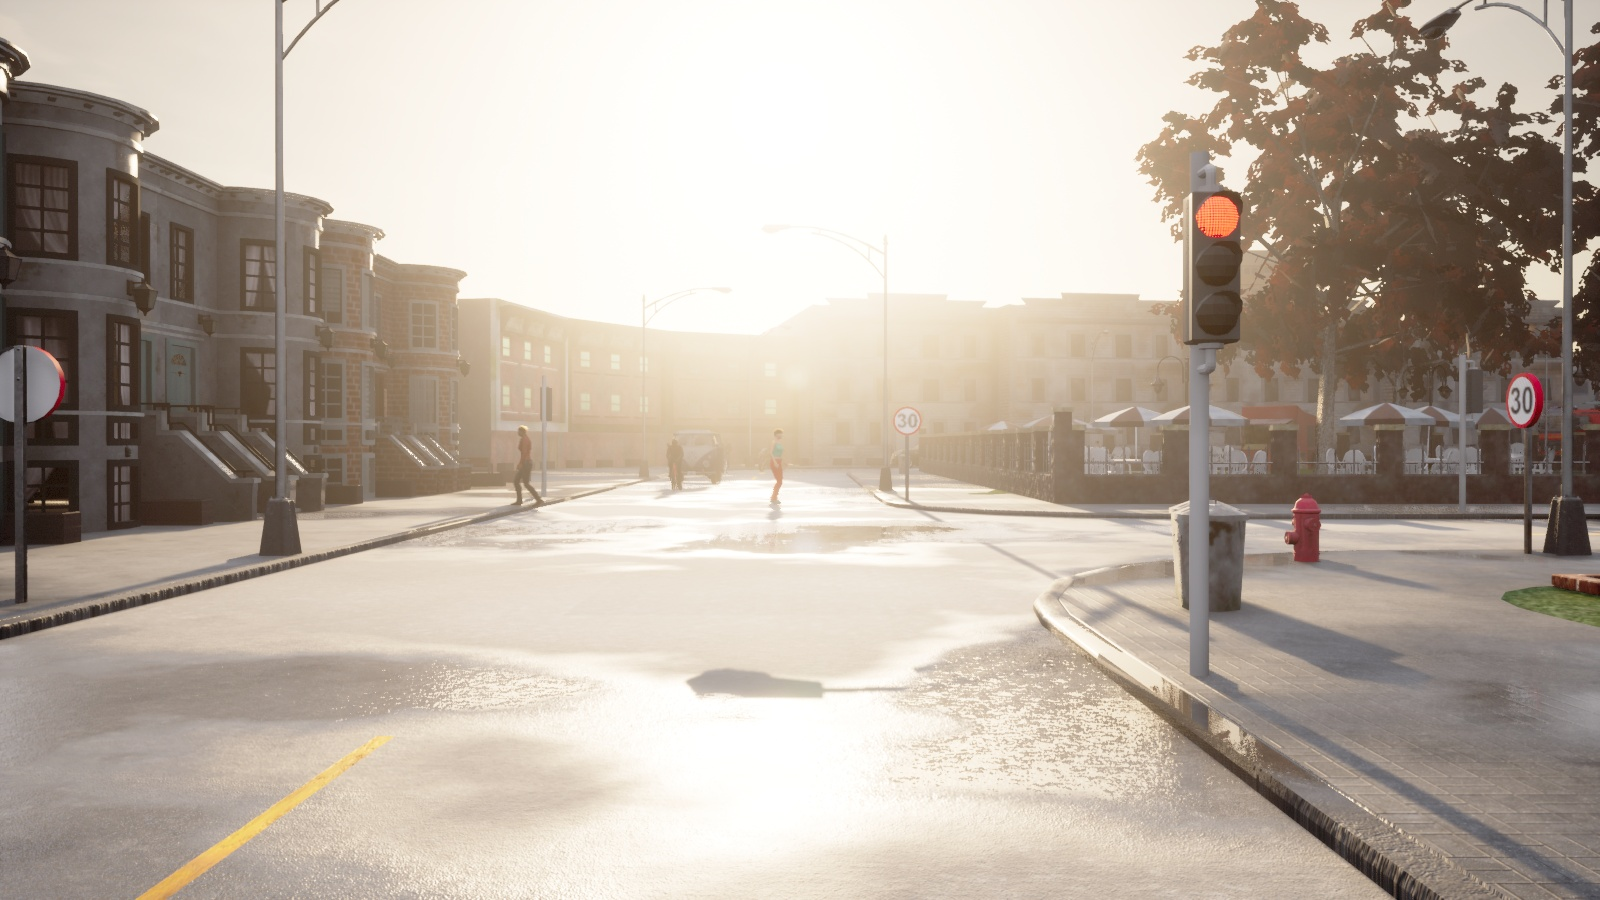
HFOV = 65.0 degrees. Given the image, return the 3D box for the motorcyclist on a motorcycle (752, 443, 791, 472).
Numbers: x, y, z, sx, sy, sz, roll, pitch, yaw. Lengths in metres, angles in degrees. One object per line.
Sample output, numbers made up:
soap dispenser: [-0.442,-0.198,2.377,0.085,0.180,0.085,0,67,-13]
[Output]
motorcyclist on a motorcycle: [-1.520,0.402,67.342,0.866,1.530,2.191,0,0,40]

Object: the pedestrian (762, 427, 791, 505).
pedestrian: [-0.554,0.374,29.889,0.594,1.836,0.345,0,0,23]

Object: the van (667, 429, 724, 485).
van: [-3.846,0.234,46.847,1.775,1.987,4.442,0,0,0]

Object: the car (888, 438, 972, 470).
car: [7.375,0.208,71.527,4.553,1.767,2.097,0,0,-1]

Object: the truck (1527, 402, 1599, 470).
truck: [46.489,-0.784,71.485,8.468,3.827,2.891,0,0,0]

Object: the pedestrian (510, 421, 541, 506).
pedestrian: [-6.027,0.301,27.548,0.636,1.846,0.331,0,0,-7]
